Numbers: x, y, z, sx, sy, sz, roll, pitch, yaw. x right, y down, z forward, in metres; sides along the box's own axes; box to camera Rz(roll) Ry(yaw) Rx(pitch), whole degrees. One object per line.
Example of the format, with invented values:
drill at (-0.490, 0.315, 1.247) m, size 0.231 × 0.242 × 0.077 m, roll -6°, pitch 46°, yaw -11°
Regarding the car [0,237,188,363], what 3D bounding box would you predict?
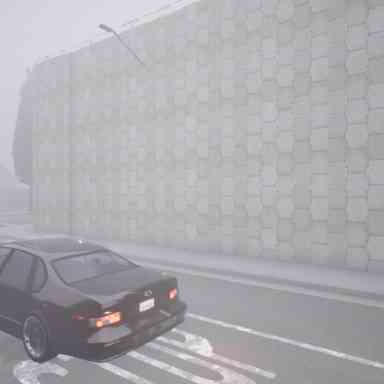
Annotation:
car at (-2.648, 1.547, 5.865) m, size 5.357 × 1.411 × 2.033 m, roll 0°, pitch 0°, yaw 35°
